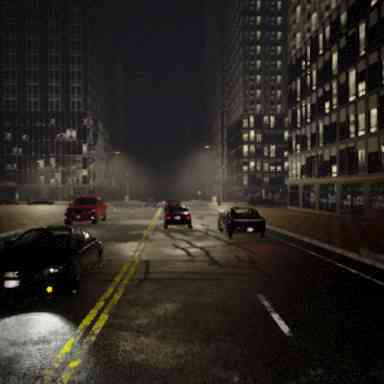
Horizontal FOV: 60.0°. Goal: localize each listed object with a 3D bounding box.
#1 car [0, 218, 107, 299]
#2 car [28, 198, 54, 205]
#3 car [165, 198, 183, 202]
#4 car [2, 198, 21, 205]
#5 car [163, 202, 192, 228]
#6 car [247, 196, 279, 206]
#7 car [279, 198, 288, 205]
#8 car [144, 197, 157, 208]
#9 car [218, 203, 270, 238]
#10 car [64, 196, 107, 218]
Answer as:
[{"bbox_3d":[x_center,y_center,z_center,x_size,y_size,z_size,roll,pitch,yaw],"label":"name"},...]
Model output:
[{"bbox_3d":[-3.590,1.604,8.473,1.994,1.385,4.181,0,0,-2],"label":"car"},{"bbox_3d":[-26.333,1.697,57.993,4.313,1.339,1.947,0,0,-3],"label":"car"},{"bbox_3d":[-2.155,1.494,39.370,2.097,1.767,4.553,0,0,-4],"label":"car"},{"bbox_3d":[-32.012,1.675,57.731,4.206,1.307,1.802,0,0,-3],"label":"car"},{"bbox_3d":[-1.005,1.634,22.809,2.033,1.411,5.357,0,0,-4],"label":"car"},{"bbox_3d":[12.537,1.698,60.170,5.009,1.841,2.192,0,0,-3],"label":"car"},{"bbox_3d":[17.556,1.839,68.826,4.829,1.417,1.752,0,0,-3],"label":"car"},{"bbox_3d":[-6.328,1.531,51.069,2.033,1.411,5.357,0,0,-4],"label":"car"},{"bbox_3d":[2.565,1.552,17.944,2.128,1.511,4.902,0,0,-4],"label":"car"},{"bbox_3d":[-7.889,1.336,25.278,2.150,2.045,5.566,0,0,-4],"label":"car"}]
